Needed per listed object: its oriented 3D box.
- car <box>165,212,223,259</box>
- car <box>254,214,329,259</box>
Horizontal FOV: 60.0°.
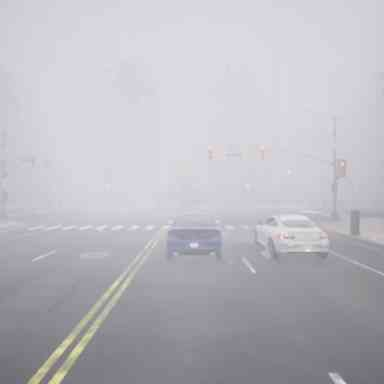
[{"bbox_3d":[0.077,1.498,12.706,1.882,1.535,5.008,0,0,0],"label":"car"},{"bbox_3d":[3.576,1.546,12.522,1.812,1.442,4.674,0,0,0],"label":"car"}]
